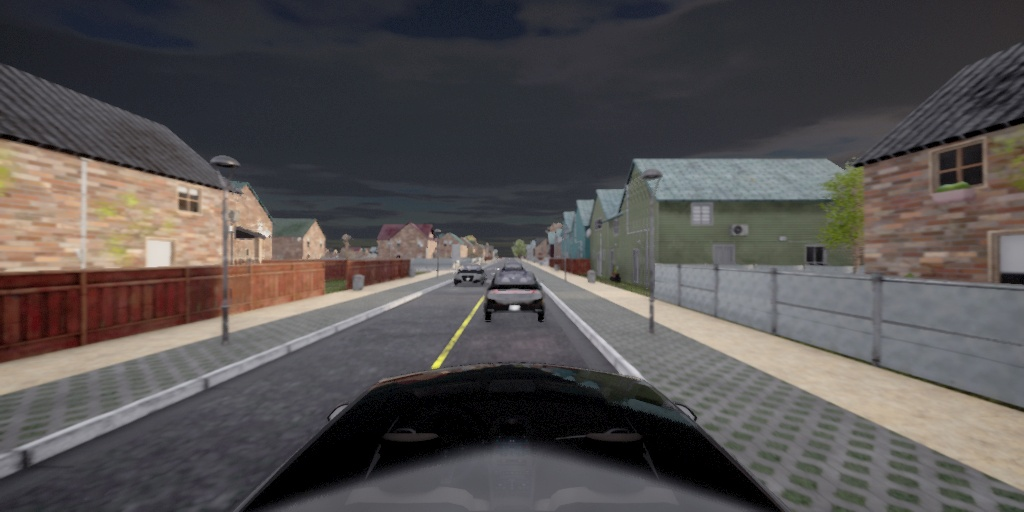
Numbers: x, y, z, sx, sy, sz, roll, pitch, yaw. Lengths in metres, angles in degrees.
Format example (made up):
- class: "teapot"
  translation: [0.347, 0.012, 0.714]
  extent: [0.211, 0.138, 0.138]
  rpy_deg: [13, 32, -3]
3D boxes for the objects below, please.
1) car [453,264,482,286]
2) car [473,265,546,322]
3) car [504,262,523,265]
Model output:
- class: "car"
  translation: [-2.835, 1.284, 25.042]
  extent: [1.994, 1.385, 4.181]
  rpy_deg: [0, 0, 0]
- class: "car"
  translation: [0.083, 1.225, 12.310]
  extent: [2.128, 1.511, 4.902]
  rpy_deg: [0, 0, 0]
- class: "car"
  translation: [0.079, 1.211, 26.311]
  extent: [2.128, 1.511, 4.902]
  rpy_deg: [0, 0, 0]
